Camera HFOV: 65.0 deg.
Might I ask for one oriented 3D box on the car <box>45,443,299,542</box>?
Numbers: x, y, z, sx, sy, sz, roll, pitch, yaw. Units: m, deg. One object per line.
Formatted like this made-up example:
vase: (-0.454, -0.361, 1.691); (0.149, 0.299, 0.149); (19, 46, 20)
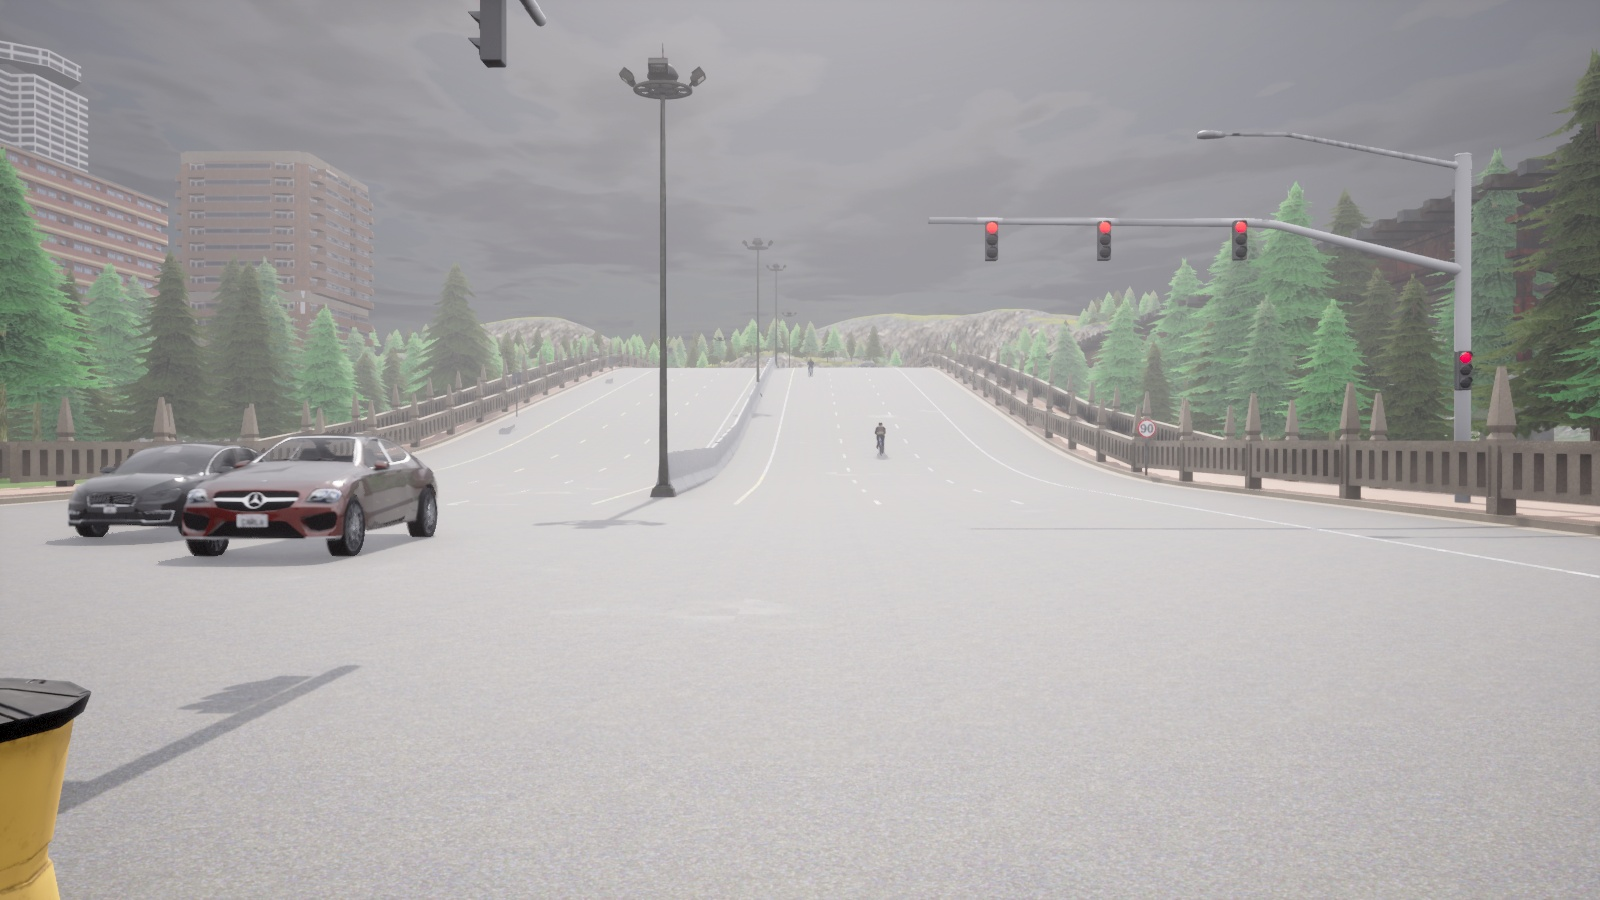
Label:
car: (-10.370, 0.623, 21.236); (1.837, 1.490, 4.892); (0, 0, 0)

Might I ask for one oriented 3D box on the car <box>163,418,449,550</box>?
car: (-6.886, 0.417, 18.230); (2.152, 1.651, 5.027); (0, 0, 0)
